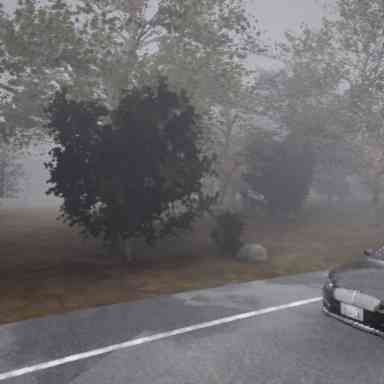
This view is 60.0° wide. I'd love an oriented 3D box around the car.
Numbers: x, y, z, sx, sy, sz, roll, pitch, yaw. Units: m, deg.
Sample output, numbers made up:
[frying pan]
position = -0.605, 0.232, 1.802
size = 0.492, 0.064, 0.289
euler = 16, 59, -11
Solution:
[car]
position = 4.543, 1.525, 6.057
size = 4.902, 1.511, 2.128
euler = 0, 0, -27
